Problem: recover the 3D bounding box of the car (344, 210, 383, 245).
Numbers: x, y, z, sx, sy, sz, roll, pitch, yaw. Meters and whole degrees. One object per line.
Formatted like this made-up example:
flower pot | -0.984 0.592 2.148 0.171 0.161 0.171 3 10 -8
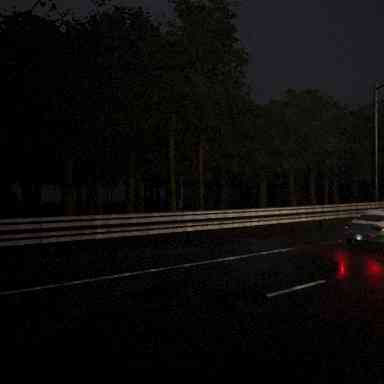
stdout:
car | 8.267 1.506 14.064 4.674 1.442 1.812 0 0 -35
